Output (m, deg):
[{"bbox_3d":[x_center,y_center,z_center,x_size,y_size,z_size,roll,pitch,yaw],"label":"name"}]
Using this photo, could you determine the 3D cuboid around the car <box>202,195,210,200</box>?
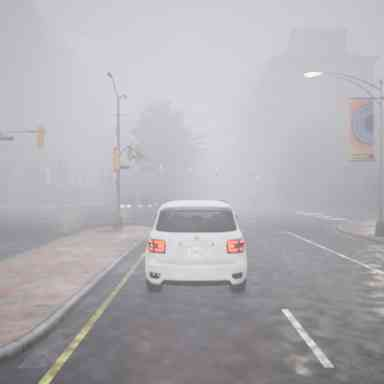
[{"bbox_3d":[3.811,1.502,89.859,2.033,1.411,5.357,0,0,0],"label":"car"}]

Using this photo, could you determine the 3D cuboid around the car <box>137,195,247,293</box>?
[{"bbox_3d":[0.102,1.218,9.012,2.150,2.045,5.566,0,0,0],"label":"car"}]

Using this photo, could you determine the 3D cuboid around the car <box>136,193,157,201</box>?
[{"bbox_3d":[-7.881,1.328,57.896,2.097,1.767,4.553,0,0,0],"label":"car"}]

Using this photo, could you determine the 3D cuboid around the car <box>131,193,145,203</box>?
[{"bbox_3d":[-11.260,1.196,69.596,2.150,2.045,5.566,0,0,0],"label":"car"}]

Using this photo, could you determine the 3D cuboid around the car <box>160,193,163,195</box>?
[{"bbox_3d":[-7.736,1.193,76.396,2.150,2.045,5.566,0,0,0],"label":"car"}]

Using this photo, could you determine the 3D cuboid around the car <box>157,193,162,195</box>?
[{"bbox_3d":[-7.794,1.498,66.780,1.812,1.442,4.674,0,0,1],"label":"car"}]

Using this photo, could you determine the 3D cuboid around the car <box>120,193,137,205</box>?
[{"bbox_3d":[-11.363,1.467,59.677,2.128,1.511,4.902,0,0,1],"label":"car"}]

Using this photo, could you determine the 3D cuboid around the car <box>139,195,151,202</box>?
[{"bbox_3d":[-11.224,1.492,80.034,2.128,1.511,4.902,0,0,0],"label":"car"}]

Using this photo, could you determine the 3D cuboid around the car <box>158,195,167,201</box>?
[{"bbox_3d":[-7.702,1.516,86.212,1.994,1.385,4.181,0,0,0],"label":"car"}]
